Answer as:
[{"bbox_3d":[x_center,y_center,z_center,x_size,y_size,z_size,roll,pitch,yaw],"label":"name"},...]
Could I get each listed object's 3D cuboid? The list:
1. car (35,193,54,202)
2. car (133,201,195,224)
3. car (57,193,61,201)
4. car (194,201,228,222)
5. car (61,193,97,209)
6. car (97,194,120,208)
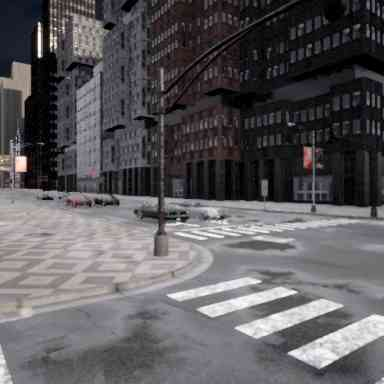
[{"bbox_3d":[-22.756,0.835,51.305,1.895,1.301,4.718,0,1,-36],"label":"car"},{"bbox_3d":[-2.111,1.347,22.394,1.895,1.301,4.718,0,1,-36],"label":"car"},{"bbox_3d":[-20.116,0.829,53.202,1.895,1.301,4.718,0,1,-36],"label":"car"},{"bbox_3d":[0.503,1.340,24.326,1.895,1.301,4.718,0,1,-36],"label":"car"},{"bbox_3d":[-12.735,0.965,37.193,1.882,1.535,5.008,0,1,-36],"label":"car"},{"bbox_3d":[-10.120,0.958,39.123,1.882,1.535,5.008,0,1,-36],"label":"car"}]
